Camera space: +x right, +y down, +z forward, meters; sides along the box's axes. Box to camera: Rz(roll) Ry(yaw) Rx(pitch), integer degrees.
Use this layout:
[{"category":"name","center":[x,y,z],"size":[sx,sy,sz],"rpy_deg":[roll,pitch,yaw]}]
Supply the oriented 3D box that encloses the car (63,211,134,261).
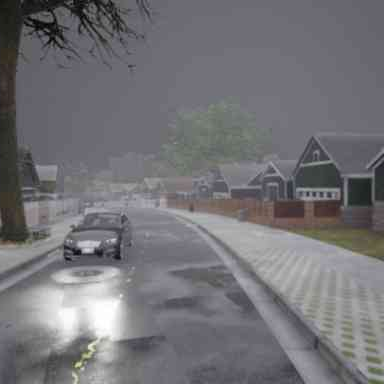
[{"category":"car","center":[-3.290,1.509,12.431],"size":[2.128,1.511,4.902],"rpy_deg":[0,0,-4]}]
